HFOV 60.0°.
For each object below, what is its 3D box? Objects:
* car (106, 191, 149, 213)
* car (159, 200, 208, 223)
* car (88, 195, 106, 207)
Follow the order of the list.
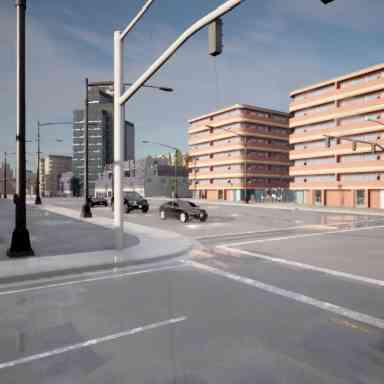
[{"bbox_3d":[-6.281,0.945,32.984,2.150,2.045,5.566,0,1,-34],"label":"car"},{"bbox_3d":[-0.719,1.373,24.830,1.837,1.490,4.892,0,1,-34],"label":"car"},{"bbox_3d":[-11.945,1.111,41.288,1.994,1.385,4.181,0,1,-34],"label":"car"}]
